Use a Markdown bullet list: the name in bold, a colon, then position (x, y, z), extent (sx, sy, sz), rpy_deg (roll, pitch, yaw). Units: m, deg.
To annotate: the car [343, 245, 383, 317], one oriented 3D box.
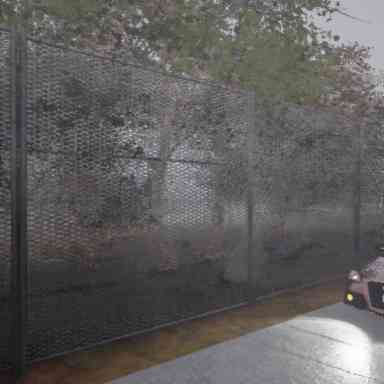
- **car**: position (4.846, 1.574, 6.509), extent (4.181, 1.385, 1.994), rpy_deg (0, 0, -35)
